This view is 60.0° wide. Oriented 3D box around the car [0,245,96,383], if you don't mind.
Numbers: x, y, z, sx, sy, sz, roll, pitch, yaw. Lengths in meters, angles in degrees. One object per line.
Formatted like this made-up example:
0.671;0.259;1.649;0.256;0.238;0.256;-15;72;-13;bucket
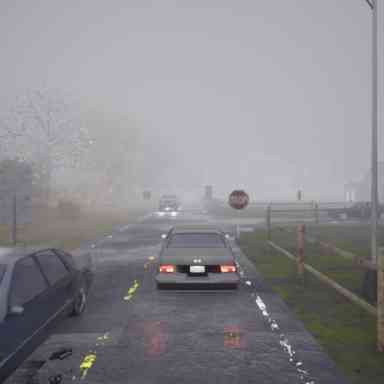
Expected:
-2.902;1.547;4.723;2.033;1.411;5.357;0;0;0;car

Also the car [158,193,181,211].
-2.836;1.203;40.922;2.150;2.045;5.566;0;0;0;car

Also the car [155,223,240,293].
0.101;1.547;8.990;2.033;1.411;5.357;0;0;0;car

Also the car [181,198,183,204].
-2.807;1.440;51.529;1.882;1.535;5.008;0;0;1;car

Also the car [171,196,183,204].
-2.775;1.448;61.632;1.837;1.490;4.892;0;0;1;car

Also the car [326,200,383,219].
13.196;1.422;26.312;5.008;1.535;1.882;0;0;0;car
